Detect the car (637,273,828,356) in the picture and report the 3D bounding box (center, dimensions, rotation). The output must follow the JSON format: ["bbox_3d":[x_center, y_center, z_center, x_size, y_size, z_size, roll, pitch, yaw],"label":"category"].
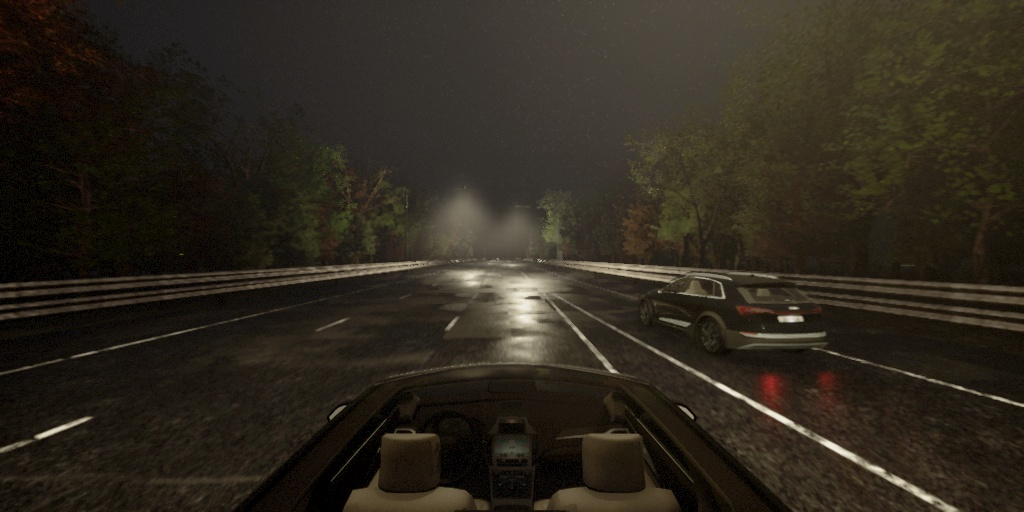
[{"bbox_3d":[4.796,1.198,8.645,2.033,1.649,4.856,0,0,-5],"label":"car"}]
